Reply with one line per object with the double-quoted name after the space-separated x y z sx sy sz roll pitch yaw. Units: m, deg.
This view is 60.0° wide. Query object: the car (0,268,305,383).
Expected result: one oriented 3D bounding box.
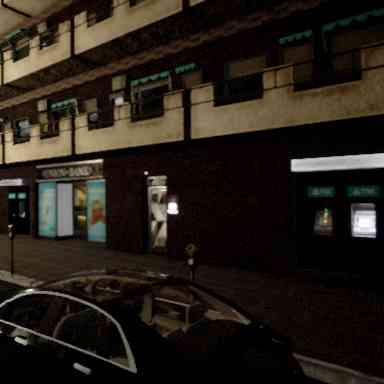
-1.076 1.549 3.656 4.403 1.369 2.008 0 -1 36 "car"
